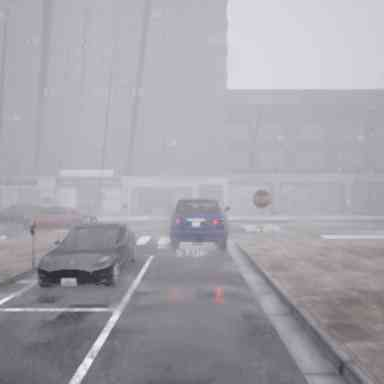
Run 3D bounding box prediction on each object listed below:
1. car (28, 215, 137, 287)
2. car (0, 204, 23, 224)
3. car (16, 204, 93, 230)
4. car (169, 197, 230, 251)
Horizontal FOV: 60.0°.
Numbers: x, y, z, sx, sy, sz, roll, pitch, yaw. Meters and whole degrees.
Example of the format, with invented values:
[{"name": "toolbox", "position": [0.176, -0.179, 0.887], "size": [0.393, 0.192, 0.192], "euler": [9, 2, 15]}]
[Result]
[{"name": "car", "position": [-2.648, 1.562, 9.324], "size": [1.947, 1.339, 4.313], "euler": [0, 0, 0]}, {"name": "car", "position": [-11.853, 1.536, 22.871], "size": [4.674, 1.442, 1.812], "euler": [0, 0, 0]}, {"name": "car", "position": [-7.796, 1.572, 19.921], "size": [4.181, 1.385, 1.994], "euler": [0, 0, 0]}, {"name": "car", "position": [0.444, 1.217, 14.393], "size": [2.150, 2.045, 5.566], "euler": [0, 0, 7]}]
